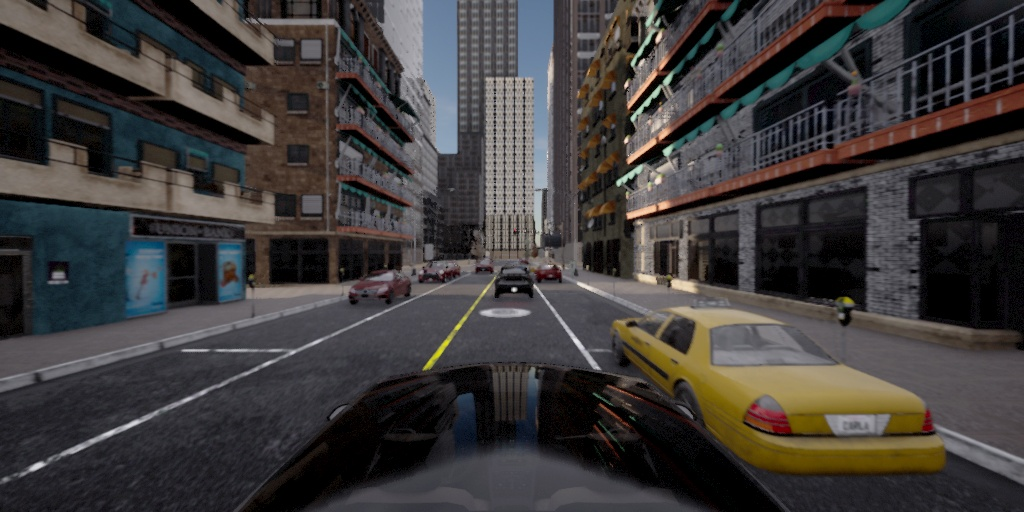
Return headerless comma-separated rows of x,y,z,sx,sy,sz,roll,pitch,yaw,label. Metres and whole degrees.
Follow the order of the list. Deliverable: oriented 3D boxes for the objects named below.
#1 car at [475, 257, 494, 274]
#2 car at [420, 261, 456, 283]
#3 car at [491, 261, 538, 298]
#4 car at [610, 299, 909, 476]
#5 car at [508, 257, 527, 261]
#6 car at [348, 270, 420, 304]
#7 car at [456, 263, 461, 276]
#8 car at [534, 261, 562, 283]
-2.998,1.160,39.787,1.882,1.535,5.008,0,0,0,car
-5.690,1.134,27.039,1.967,1.591,4.097,0,0,0,car
0.099,1.220,18.257,1.837,1.490,4.892,0,1,0,car
2.690,1.268,5.100,1.751,1.417,4.829,0,0,0,car
0.101,1.168,35.528,2.128,1.511,4.902,0,0,0,car
-5.691,1.300,15.992,1.802,1.307,4.207,0,0,0,car
-5.690,1.228,32.563,1.888,1.381,4.507,0,0,0,car
2.691,1.239,27.024,1.888,1.381,4.507,0,0,0,car
